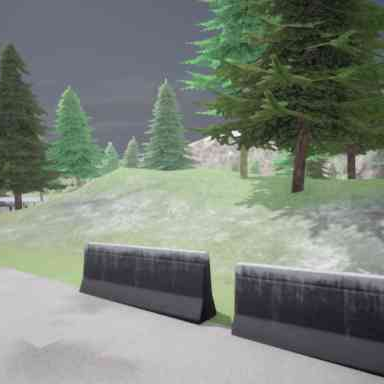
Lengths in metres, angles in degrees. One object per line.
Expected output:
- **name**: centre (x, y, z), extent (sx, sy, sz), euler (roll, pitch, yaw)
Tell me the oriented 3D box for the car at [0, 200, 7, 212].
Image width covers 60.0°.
- **car**: centre (-21.870, 1.377, 34.400), extent (2.128, 1.511, 4.902), euler (0, 0, 42)
